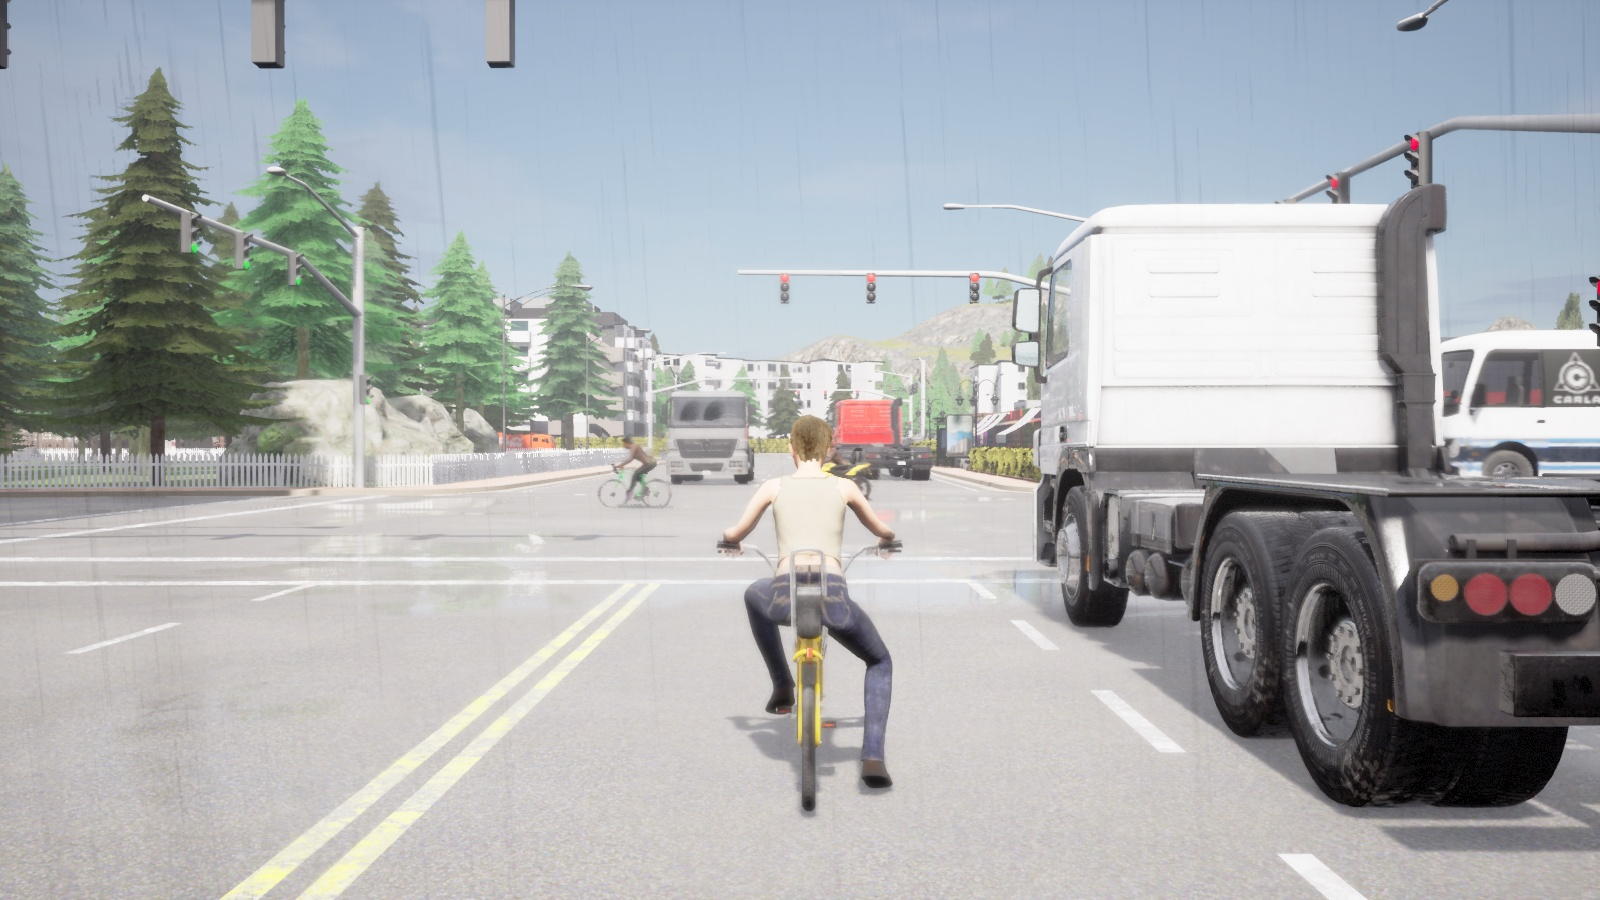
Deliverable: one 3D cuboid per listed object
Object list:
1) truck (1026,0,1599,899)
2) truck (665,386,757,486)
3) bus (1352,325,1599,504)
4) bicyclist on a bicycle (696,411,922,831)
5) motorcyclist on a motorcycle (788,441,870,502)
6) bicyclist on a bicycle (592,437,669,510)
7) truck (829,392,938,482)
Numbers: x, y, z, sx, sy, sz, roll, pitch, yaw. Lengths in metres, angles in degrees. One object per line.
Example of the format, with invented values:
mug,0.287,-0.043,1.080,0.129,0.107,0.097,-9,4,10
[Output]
truck,3.559,-0.277,7.884,2.891,3.462,7.936,0,0,0
truck,-3.224,-0.507,47.641,2.891,3.462,7.936,0,0,0
bus,19.976,-0.848,31.743,10.273,4.253,3.944,0,0,0
bicyclist on a bicycle,0.042,0.652,5.576,0.866,1.612,1.509,0,0,1
motorcyclist on a motorcycle,0.734,0.533,31.713,2.044,1.523,0.797,0,0,0
bicyclist on a bicycle,-3.791,0.527,28.204,1.656,1.620,0.582,0,0,0
truck,3.335,-0.531,52.774,2.891,3.462,7.936,0,0,-9
